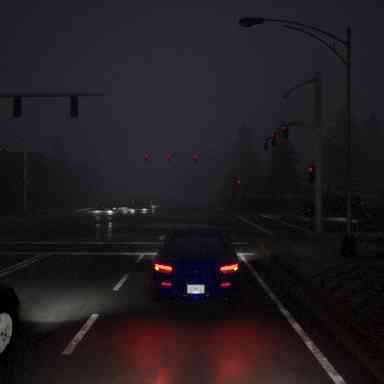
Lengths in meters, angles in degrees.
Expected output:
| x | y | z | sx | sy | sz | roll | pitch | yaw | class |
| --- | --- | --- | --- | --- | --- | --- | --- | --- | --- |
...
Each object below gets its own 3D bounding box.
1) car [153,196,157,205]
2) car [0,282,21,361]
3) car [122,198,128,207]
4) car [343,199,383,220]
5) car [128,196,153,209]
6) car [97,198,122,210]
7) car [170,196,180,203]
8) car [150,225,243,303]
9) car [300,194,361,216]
| x | y | z | sx | sy | sz | roll | pitch | yaw | class |
| --- | --- | --- | --- | --- | --- | --- | --- | --- | --- |
| -7.128 | 1.505 | 56.995 | 1.837 | 1.490 | 4.892 | 0 | 0 | 0 | car |
| -3.442 | 1.505 | 2.966 | 1.837 | 1.490 | 4.892 | 0 | 0 | 0 | car |
| -10.646 | 1.601 | 51.404 | 1.895 | 1.301 | 4.718 | 0 | 0 | 0 | car |
| 15.885 | 1.547 | 27.619 | 5.357 | 1.411 | 2.033 | 0 | 0 | 0 | car |
| -7.147 | 1.352 | 46.365 | 2.097 | 1.767 | 4.553 | 0 | 0 | 0 | car |
| -10.643 | 1.526 | 42.306 | 1.812 | 1.442 | 4.674 | 0 | 0 | 0 | car |
| -3.479 | 1.477 | 69.609 | 1.882 | 1.535 | 5.008 | 0 | 0 | 0 | car |
| 0.131 | 1.526 | 8.100 | 1.812 | 1.442 | 4.674 | 0 | 0 | 2 | car |
| 13.063 | 1.222 | 31.118 | 5.566 | 2.045 | 2.150 | 0 | 0 | 0 | car |
